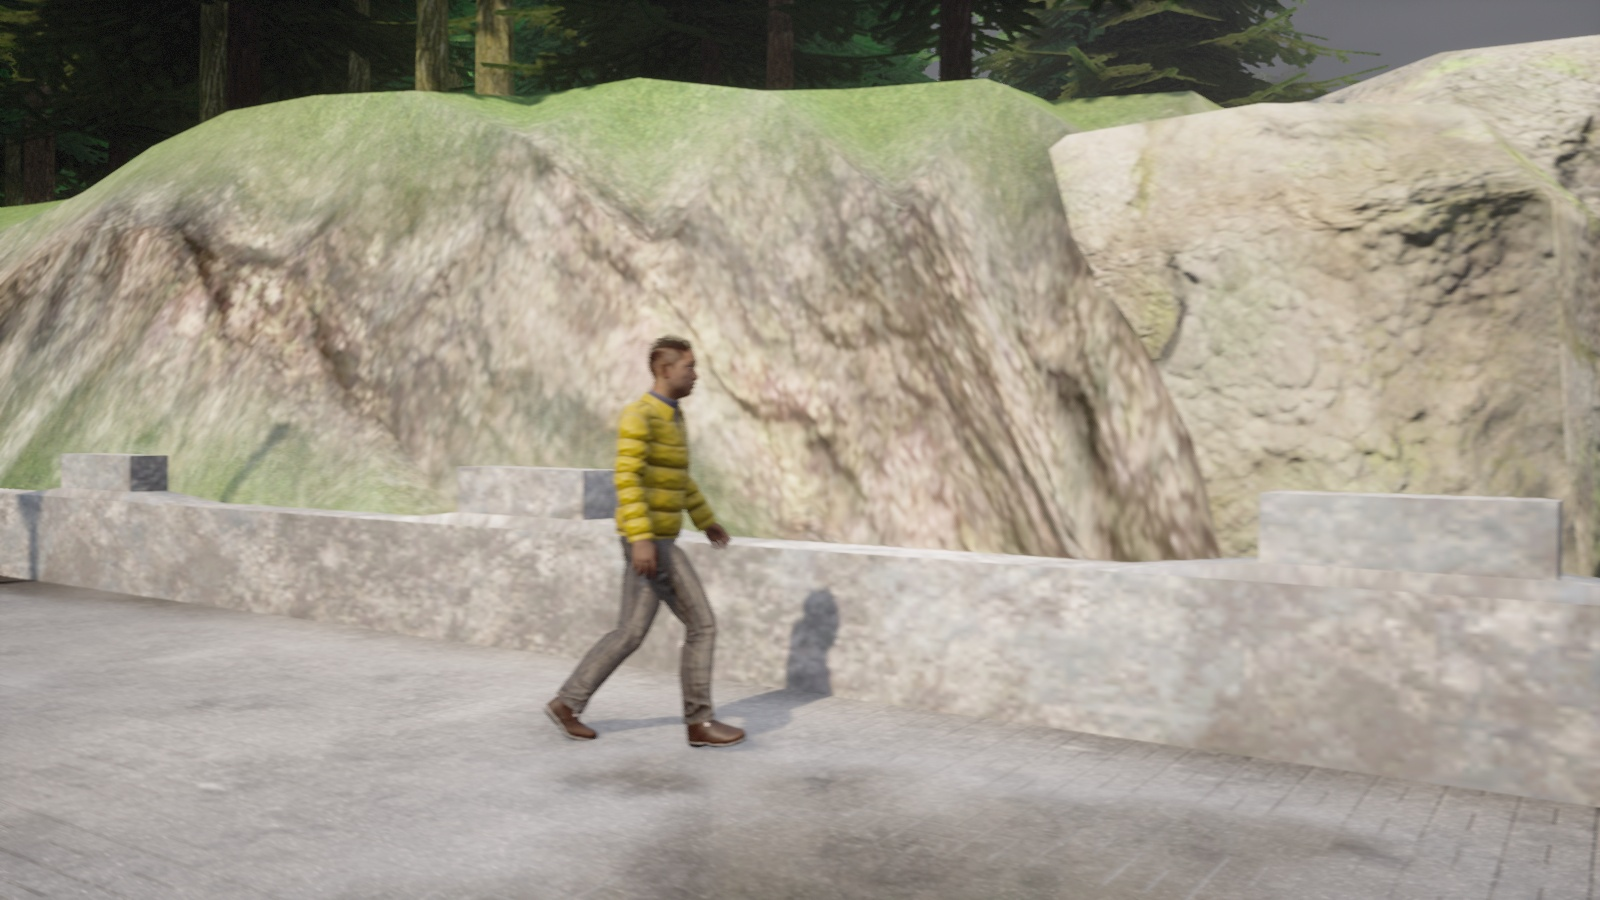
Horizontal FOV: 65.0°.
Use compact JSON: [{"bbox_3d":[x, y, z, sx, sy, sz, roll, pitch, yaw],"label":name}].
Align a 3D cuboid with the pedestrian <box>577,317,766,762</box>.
[{"bbox_3d":[-0.546,0.372,5.452,0.709,1.840,0.431,0,1,9],"label":"pedestrian"}]
